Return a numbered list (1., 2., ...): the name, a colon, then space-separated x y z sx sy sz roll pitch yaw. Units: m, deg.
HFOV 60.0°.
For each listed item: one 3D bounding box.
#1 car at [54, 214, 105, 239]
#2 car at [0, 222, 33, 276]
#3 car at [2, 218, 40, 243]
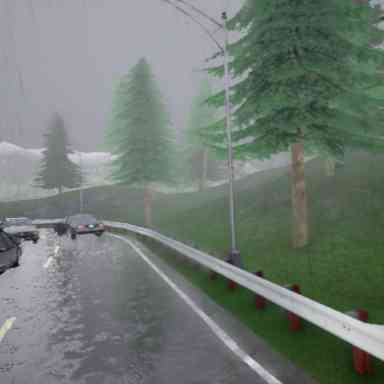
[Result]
1. car: -7.392 2.160 21.571 2.033 1.411 5.357 -2 -1 -36
2. car: -6.669 1.966 10.403 2.033 1.411 5.357 -2 -1 -17
3. car: -10.449 2.258 19.877 2.033 1.411 5.357 -2 -1 -33
